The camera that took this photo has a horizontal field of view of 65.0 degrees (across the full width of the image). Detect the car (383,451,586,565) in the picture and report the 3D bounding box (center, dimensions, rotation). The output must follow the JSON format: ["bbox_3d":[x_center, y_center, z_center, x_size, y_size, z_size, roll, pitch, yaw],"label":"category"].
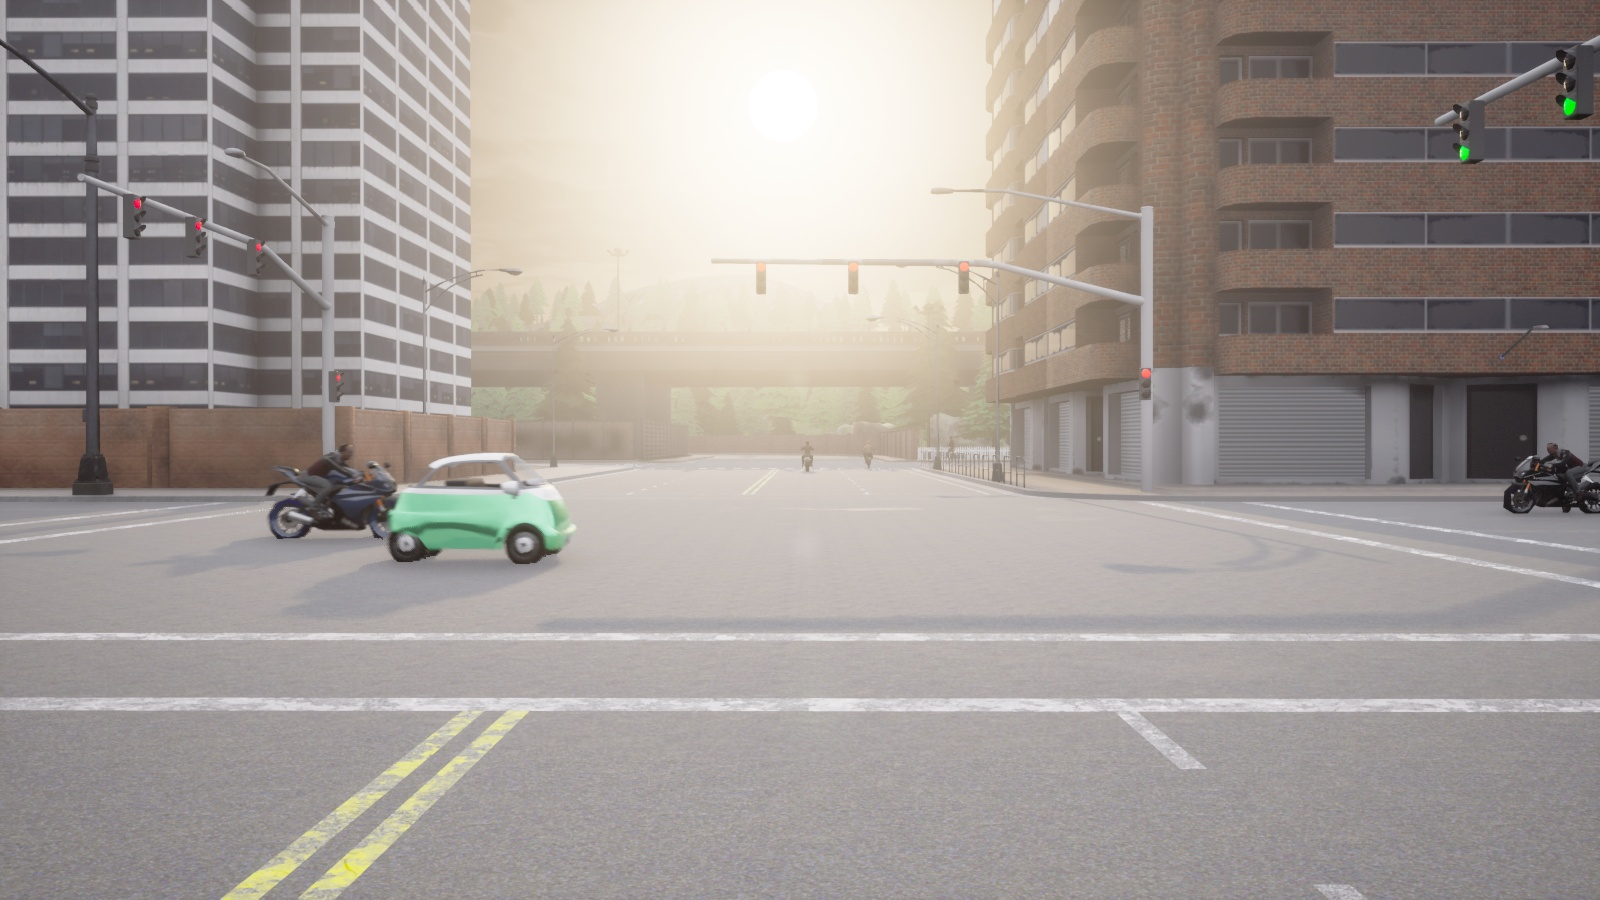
[{"bbox_3d":[-3.970,0.708,16.047,2.207,1.376,1.481,0,0,1],"label":"car"}]

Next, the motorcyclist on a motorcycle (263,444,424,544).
[{"bbox_3d":[-7.093,0.665,19.581,2.191,1.530,0.866,0,0,1],"label":"motorcyclist on a motorcycle"}]

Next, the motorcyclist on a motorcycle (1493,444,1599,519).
[{"bbox_3d":[15.862,0.646,26.328,2.191,1.530,0.866,0,0,1],"label":"motorcyclist on a motorcycle"}]
